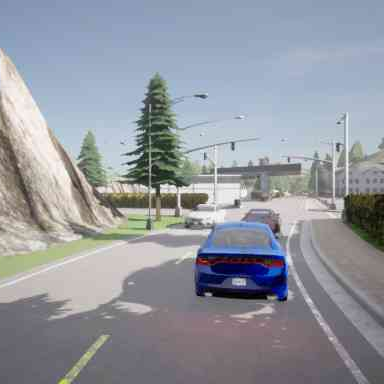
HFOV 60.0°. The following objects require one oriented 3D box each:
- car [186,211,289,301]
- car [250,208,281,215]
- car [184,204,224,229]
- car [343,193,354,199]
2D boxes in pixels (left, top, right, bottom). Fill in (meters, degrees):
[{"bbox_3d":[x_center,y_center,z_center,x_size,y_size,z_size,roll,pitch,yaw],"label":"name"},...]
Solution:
[{"bbox_3d":[1.287,1.478,8.474,1.882,1.535,5.008,0,0,10],"label":"car"},{"bbox_3d":[3.687,1.564,17.664,1.994,1.385,4.181,0,0,17],"label":"car"},{"bbox_3d":[0.984,1.525,21.454,1.812,1.442,4.674,0,0,19],"label":"car"},{"bbox_3d":[40.162,1.077,82.998,3.866,1.878,1.905,0,0,19],"label":"car"}]
